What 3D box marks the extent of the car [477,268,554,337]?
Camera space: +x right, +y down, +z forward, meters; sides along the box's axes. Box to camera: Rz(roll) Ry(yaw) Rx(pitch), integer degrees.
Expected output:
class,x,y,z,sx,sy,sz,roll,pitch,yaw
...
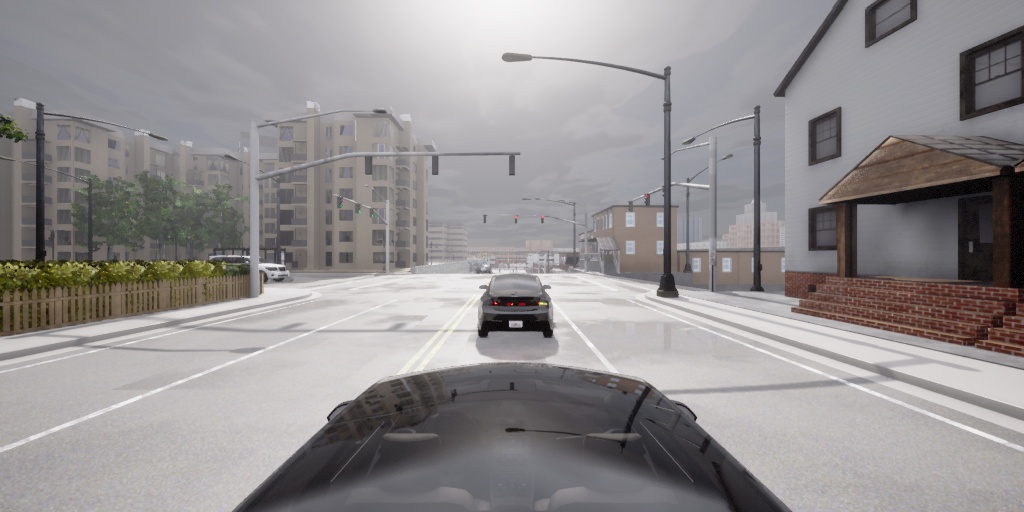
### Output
class,x,y,z,sx,sy,sz,roll,pitch,yaw
car,0.095,1.255,10.319,1.837,1.490,4.892,0,0,0

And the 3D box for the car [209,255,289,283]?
class,x,y,z,sx,sy,sz,roll,pitch,yaw
car,-19.946,0.971,27.017,5.566,2.045,2.150,0,0,1

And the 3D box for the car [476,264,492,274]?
class,x,y,z,sx,sy,sz,roll,pitch,yaw
car,-3.600,1.755,47.134,2.128,1.511,4.902,0,-5,0
